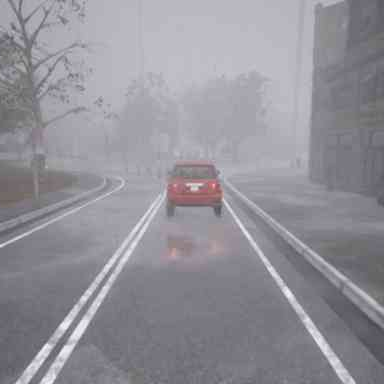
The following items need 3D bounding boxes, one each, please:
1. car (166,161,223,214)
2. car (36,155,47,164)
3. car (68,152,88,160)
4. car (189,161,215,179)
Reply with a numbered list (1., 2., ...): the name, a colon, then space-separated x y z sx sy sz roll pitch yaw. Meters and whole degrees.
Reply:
1. car: 0.085 -0.341 14.554 2.150 2.045 5.566 0 7 0
2. car: -24.997 -5.368 54.962 2.128 1.511 4.902 -3 9 -21
3. car: -24.889 -7.853 72.629 1.882 1.535 5.008 3 8 20
4. car: 1.053 -2.136 31.718 1.812 1.442 4.674 1 7 11
